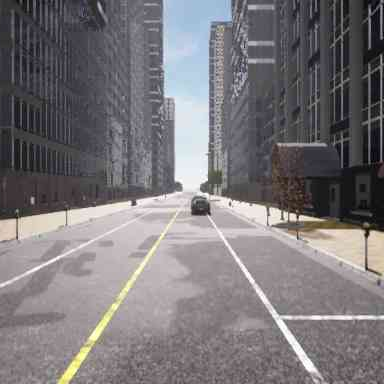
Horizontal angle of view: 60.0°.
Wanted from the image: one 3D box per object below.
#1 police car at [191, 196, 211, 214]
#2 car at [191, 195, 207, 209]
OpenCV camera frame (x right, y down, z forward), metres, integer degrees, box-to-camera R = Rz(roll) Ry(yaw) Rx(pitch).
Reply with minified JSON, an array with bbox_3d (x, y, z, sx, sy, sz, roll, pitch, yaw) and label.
[{"bbox_3d":[0.900,1.401,34.595,1.930,1.638,5.238,0,0,0],"label":"police car"},{"bbox_3d":[0.896,1.319,44.454,2.097,1.767,4.553,0,0,0],"label":"car"}]
